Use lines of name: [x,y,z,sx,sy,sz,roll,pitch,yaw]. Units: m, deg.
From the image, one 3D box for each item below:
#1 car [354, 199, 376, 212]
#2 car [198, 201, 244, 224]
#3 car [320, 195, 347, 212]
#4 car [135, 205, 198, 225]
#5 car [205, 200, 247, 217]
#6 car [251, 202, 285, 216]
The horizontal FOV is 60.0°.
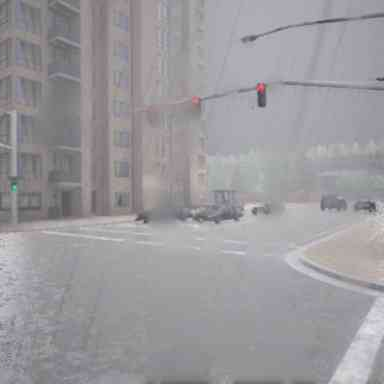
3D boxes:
car: [20.733,1.564,39.856,2.128,1.511,4.902,-1,-1,36]
car: [2.232,1.704,26.676,2.033,1.411,5.357,-1,0,36]
car: [17.757,1.336,41.721,2.150,2.045,5.566,-1,0,36]
car: [-2.103,1.745,26.671,2.033,1.411,5.357,-1,0,36]
car: [3.589,1.688,34.468,2.128,1.511,4.902,-1,0,36]
car: [7.889,1.757,34.417,1.895,1.301,4.718,-1,0,36]
